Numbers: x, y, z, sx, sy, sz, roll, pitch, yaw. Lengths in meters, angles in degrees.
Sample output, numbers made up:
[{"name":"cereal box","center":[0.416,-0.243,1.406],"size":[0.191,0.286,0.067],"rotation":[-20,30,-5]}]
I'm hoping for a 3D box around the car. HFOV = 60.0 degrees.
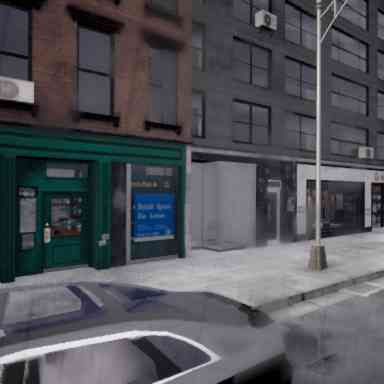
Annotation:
[{"name":"car","center":[-1.426,1.491,2.053],"size":[4.902,1.511,2.128],"rotation":[0,0,-36]}]
